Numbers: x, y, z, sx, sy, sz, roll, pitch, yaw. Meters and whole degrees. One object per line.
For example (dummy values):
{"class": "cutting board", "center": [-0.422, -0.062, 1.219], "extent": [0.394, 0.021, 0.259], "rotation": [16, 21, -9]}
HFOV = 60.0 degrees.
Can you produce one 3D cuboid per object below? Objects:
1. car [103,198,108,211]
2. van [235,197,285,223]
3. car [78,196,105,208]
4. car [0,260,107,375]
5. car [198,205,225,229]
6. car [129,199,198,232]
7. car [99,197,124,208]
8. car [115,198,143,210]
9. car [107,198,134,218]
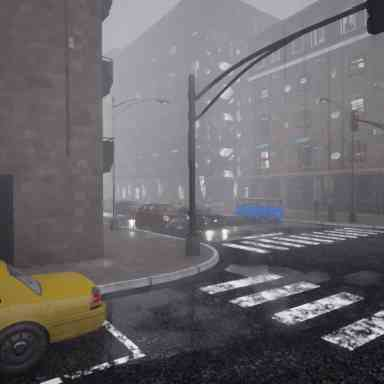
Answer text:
{"class": "car", "center": [-11.527, 1.453, 37.887], "extent": [2.128, 1.511, 4.902], "rotation": [-1, 0, -36]}
{"class": "van", "center": [4.984, 1.280, 24.932], "extent": [1.690, 1.788, 3.998], "rotation": [0, 0, -36]}
{"class": "car", "center": [-14.255, 1.430, 47.010], "extent": [2.128, 1.511, 4.902], "rotation": [-1, 0, -36]}
{"class": "car", "center": [-3.547, 1.525, 4.038], "extent": [4.829, 1.417, 1.752], "rotation": [0, 0, -35]}
{"class": "car", "center": [0.249, 1.545, 21.597], "extent": [1.994, 1.385, 4.181], "rotation": [-1, 0, -36]}
{"class": "car", "center": [-1.816, 1.441, 20.035], "extent": [1.967, 1.590, 4.097], "rotation": [0, 0, -36]}
{"class": "car", "center": [-11.610, 1.463, 47.865], "extent": [1.887, 1.381, 4.507], "rotation": [-1, 0, -36]}
{"class": "car", "center": [-8.292, 1.463, 43.278], "extent": [1.887, 1.381, 4.507], "rotation": [-1, 0, -36]}
{"class": "car", "center": [-5.587, 1.494, 29.663], "extent": [1.812, 1.442, 4.674], "rotation": [-1, 0, -36]}
